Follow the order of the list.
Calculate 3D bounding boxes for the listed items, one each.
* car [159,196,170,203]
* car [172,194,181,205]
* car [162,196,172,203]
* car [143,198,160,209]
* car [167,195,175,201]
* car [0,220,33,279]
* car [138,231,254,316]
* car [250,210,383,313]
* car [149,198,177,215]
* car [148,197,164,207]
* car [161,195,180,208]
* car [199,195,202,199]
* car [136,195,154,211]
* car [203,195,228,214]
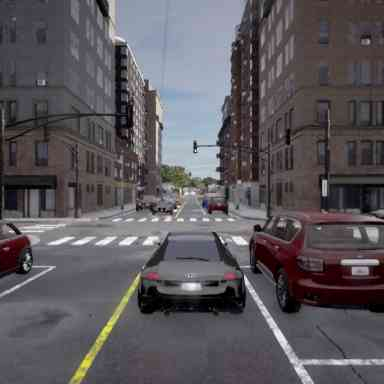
[{"bbox_3d":[-5.528,1.553,67.646,1.887,1.381,4.507,0,0,0],"label":"car"},{"bbox_3d":[-2.937,1.360,55.085,2.097,1.767,4.553,0,0,0],"label":"car"},{"bbox_3d":[-5.536,1.554,73.149,1.887,1.381,4.507,0,0,0],"label":"car"},{"bbox_3d":[-5.498,1.572,45.631,1.947,1.339,4.313,0,0,0],"label":"car"},{"bbox_3d":[-5.559,1.593,89.661,1.802,1.307,4.206,0,0,0],"label":"car"},{"bbox_3d":[-5.400,1.441,7.568,1.967,1.590,4.097,0,0,0],"label":"car"},{"bbox_3d":[0.011,1.565,7.608,1.994,1.385,4.181,0,0,1],"label":"car"},{"bbox_3d":[2.625,1.316,7.583,2.192,1.841,5.009,0,0,0],"label":"car"},{"bbox_3d":[-2.907,1.569,34.025,1.994,1.385,4.181,0,0,0],"label":"car"},{"bbox_3d":[-5.505,1.558,51.135,2.008,1.369,4.403,0,0,0],"label":"car"},{"bbox_3d":[-2.922,1.532,44.018,1.812,1.442,4.674,0,0,0],"label":"car"},{"bbox_3d":[2.596,1.322,51.151,2.192,1.841,5.009,0,0,0],"label":"car"},{"bbox_3d":[-5.490,1.321,40.127,2.192,1.841,5.009,0,0,0],"label":"car"},{"bbox_3d":[2.639,1.320,34.639,2.192,1.841,5.009,0,0,0],"label":"car"}]
